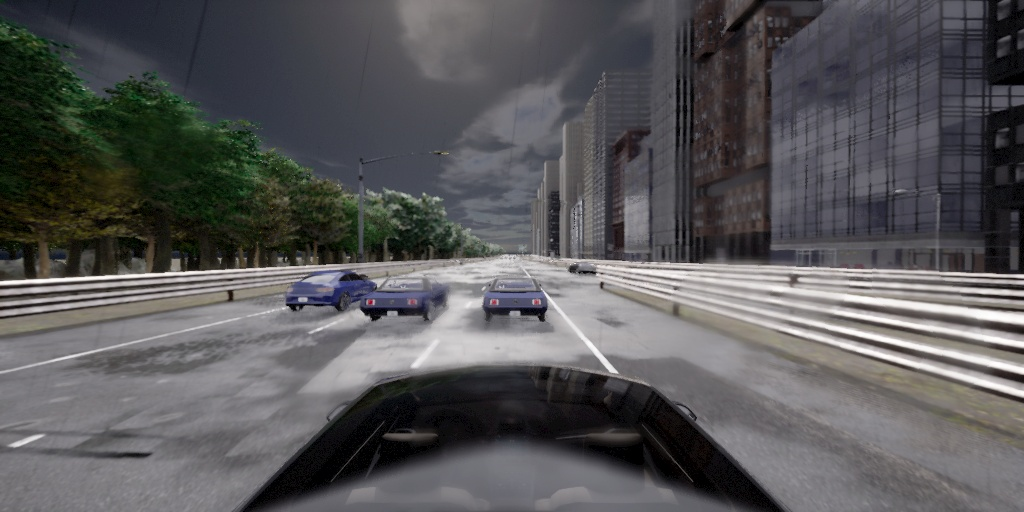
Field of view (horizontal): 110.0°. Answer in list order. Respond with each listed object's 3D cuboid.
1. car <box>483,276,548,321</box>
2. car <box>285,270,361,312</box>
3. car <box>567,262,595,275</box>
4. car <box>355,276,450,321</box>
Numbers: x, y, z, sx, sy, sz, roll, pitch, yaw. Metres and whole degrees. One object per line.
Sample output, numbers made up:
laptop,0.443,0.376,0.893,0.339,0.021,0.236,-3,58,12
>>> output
car,0.100,1.353,12.464,1.895,1.301,4.718,0,0,0
car,-6.899,1.278,14.131,1.812,1.442,4.674,0,0,0
car,7.665,1.350,39.943,1.994,1.385,4.181,0,0,-11
car,-3.400,1.353,12.444,1.895,1.301,4.718,0,0,0
